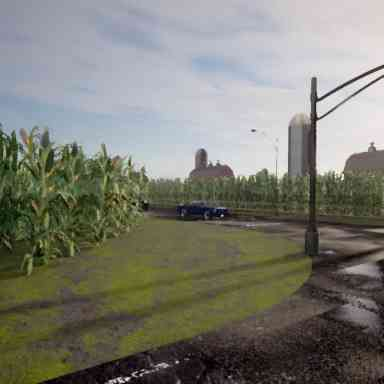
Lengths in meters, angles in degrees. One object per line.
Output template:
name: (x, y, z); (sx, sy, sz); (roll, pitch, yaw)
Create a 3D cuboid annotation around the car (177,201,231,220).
car: (0.880, 1.400, 26.089); (1.895, 1.301, 4.718); (2, 0, -38)

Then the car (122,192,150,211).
car: (-6.718, 0.923, 35.894); (2.150, 2.045, 5.566); (2, -1, -37)
